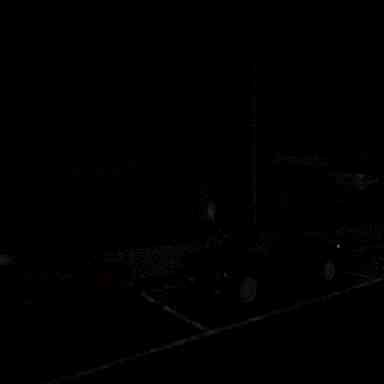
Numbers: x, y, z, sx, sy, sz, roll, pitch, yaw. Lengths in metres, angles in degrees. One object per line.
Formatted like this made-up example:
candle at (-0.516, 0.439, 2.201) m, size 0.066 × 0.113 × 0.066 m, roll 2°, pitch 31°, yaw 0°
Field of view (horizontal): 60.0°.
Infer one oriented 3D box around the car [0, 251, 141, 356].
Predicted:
car at (-2.784, 1.582, 4.777) m, size 4.206 × 1.307 × 1.802 m, roll 0°, pitch 0°, yaw -36°

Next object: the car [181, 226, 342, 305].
car at (1.823, 1.549, 8.065) m, size 4.507 × 1.381 × 1.887 m, roll 0°, pitch 0°, yaw -36°
